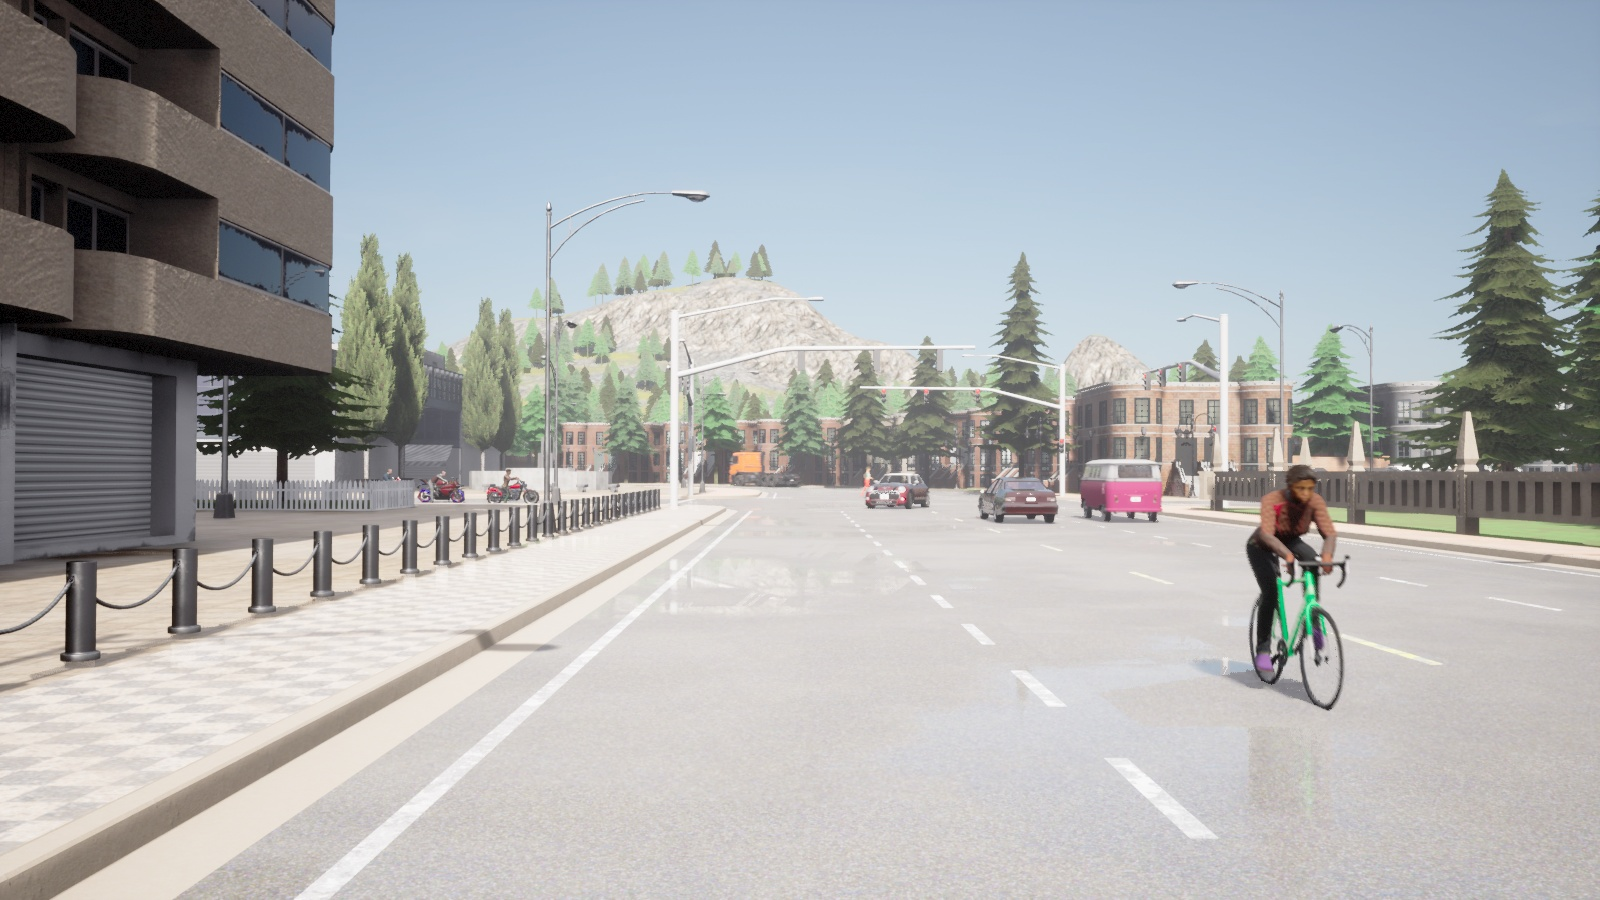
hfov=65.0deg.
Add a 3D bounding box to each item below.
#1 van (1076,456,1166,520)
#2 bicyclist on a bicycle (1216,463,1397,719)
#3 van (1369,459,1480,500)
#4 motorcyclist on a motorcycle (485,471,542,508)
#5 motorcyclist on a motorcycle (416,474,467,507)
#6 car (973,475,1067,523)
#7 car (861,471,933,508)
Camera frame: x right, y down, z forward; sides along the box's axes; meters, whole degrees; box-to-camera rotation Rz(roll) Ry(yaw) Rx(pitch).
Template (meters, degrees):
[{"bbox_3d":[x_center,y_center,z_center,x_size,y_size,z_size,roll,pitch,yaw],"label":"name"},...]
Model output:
[{"bbox_3d":[10.396,1.213,41.006,1.775,1.987,4.442,0,-1,0],"label":"van"},{"bbox_3d":[3.477,0.900,8.769,0.582,1.620,1.656,0,-1,0],"label":"bicyclist on a bicycle"},{"bbox_3d":[31.147,1.464,62.731,4.480,2.038,2.069,0,-1,0],"label":"van"},{"bbox_3d":[-12.683,1.747,55.582,2.350,1.649,0.766,0,-1,0],"label":"motorcyclist on a motorcycle"},{"bbox_3d":[-16.851,1.906,59.067,2.191,1.530,0.866,0,-1,0],"label":"motorcyclist on a motorcycle"},{"bbox_3d":[6.898,1.504,39.958,2.033,1.411,5.357,0,-1,0],"label":"car"},{"bbox_3d":[4.107,1.647,52.761,1.970,1.475,3.806,-1,-1,22],"label":"car"}]
